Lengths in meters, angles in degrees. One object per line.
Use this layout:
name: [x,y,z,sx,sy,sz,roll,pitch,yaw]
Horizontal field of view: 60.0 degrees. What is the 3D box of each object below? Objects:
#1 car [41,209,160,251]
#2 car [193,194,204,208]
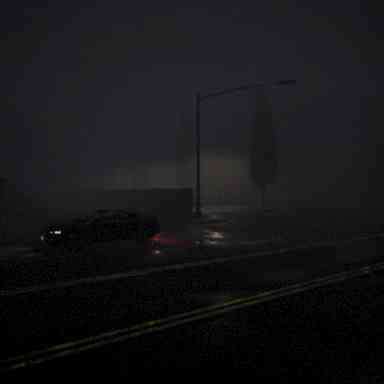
car: [-3.715,1.496,14.146,4.902,1.511,2.128,0,0,-35]
car: [-0.657,1.242,47.398,2.150,2.045,5.566,0,0,-36]
